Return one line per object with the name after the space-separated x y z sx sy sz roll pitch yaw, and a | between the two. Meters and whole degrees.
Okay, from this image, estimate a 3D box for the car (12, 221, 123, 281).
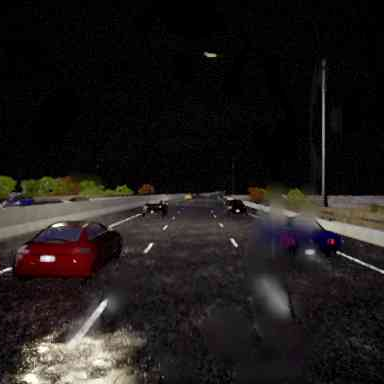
-3.358 1.520 9.769 1.994 1.385 4.181 0 0 0 | car

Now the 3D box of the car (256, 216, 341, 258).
3.657 1.549 12.457 1.895 1.301 4.718 0 0 0 | car

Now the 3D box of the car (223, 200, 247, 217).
3.890 1.416 30.206 1.812 1.442 4.674 0 0 1 | car

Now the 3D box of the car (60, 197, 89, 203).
-13.601 1.363 39.768 1.837 1.490 4.892 0 0 2 | car

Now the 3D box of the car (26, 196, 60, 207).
-17.106 1.404 39.706 2.033 1.411 5.357 0 0 2 | car

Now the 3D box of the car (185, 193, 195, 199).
-0.929 1.258 93.286 1.801 1.575 5.366 0 0 3 | car

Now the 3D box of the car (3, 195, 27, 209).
-20.594 1.205 39.916 2.097 1.767 4.553 0 0 2 | car

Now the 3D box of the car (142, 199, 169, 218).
-3.131 1.382 29.108 2.128 1.511 4.902 0 0 1 | car
